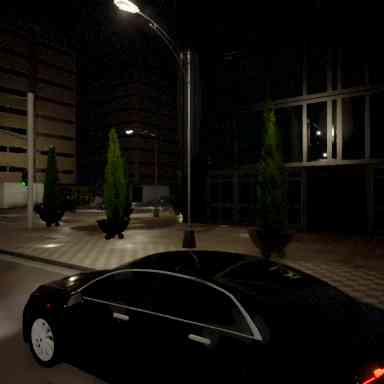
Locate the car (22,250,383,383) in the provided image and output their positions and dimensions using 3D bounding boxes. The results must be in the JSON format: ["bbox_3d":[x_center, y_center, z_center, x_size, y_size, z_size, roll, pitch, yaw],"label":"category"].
[{"bbox_3d":[-0.196,1.505,4.129,4.892,1.490,1.837,0,0,36],"label":"car"}]

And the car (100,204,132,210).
[{"bbox_3d":[-9.894,1.581,43.774,1.812,1.442,4.674,0,0,35],"label":"car"}]

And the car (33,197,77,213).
[{"bbox_3d":[-15.016,1.407,36.522,2.097,1.767,4.553,0,0,35],"label":"car"}]

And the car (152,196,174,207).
[{"bbox_3d":[-4.129,1.407,51.950,2.097,1.767,4.553,0,0,35],"label":"car"}]
